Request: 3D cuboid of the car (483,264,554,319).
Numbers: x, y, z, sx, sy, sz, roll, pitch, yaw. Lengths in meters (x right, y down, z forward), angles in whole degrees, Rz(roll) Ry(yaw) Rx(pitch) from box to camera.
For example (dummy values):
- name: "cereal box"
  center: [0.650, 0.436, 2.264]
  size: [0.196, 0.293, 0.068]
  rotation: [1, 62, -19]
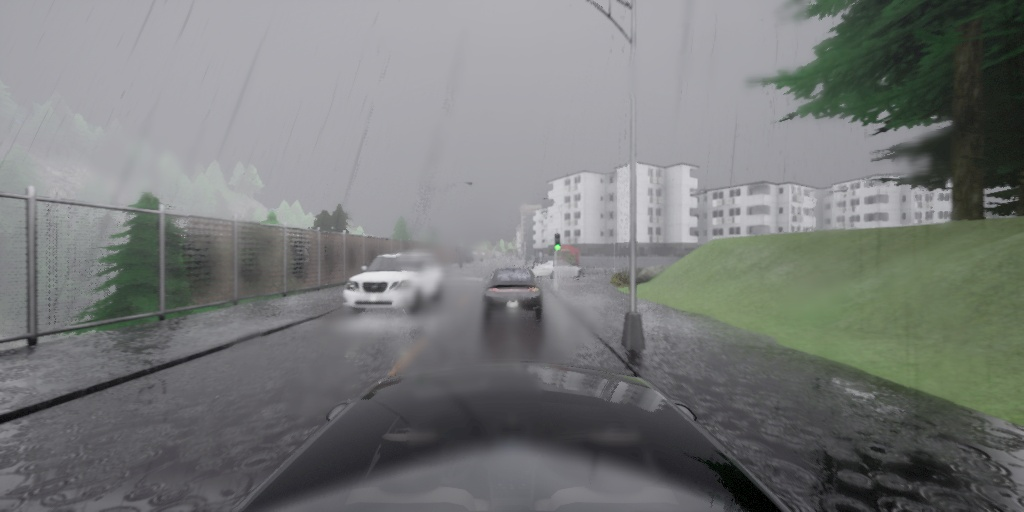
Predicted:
- name: "car"
  center: [0.066, 1.170, 12.469]
  size: [2.128, 1.511, 4.902]
  rotation: [0, 0, 0]

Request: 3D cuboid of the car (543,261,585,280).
- name: "car"
  center: [3.730, 1.099, 28.377]
  size: [4.674, 1.442, 1.812]
  rotation: [0, -1, -38]

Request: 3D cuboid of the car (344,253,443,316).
- name: "car"
  center: [-4.061, 0.897, 13.337]
  size: [2.150, 2.045, 5.566]
  rotation: [0, 0, 1]
